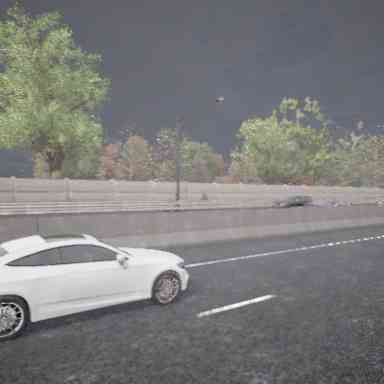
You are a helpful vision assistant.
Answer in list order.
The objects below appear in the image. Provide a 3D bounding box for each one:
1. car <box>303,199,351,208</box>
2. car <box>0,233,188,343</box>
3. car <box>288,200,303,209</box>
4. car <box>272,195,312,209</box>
[{"bbox_3d":[12.757,1.635,30.273,4.902,1.511,2.128,0,0,-35],"label":"car"},{"bbox_3d":[-2.265,1.534,6.429,4.674,1.442,1.812,0,0,-36],"label":"car"},{"bbox_3d":[12.482,1.757,34.374,4.718,1.301,1.895,0,0,-35],"label":"car"},{"bbox_3d":[11.630,1.389,38.058,5.566,2.045,2.150,1,-1,-35],"label":"car"}]
